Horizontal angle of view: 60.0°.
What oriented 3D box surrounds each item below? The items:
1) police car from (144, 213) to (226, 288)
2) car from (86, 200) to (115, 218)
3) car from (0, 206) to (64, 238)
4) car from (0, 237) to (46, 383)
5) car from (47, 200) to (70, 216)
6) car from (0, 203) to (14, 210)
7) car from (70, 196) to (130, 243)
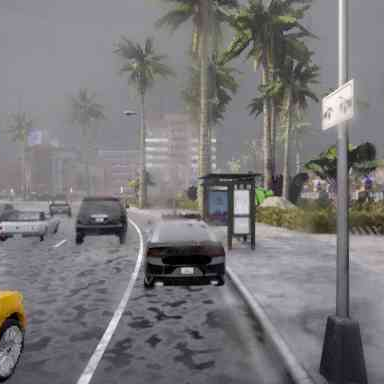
[{"bbox_3d":[-0.319,1.424,9.464,1.930,1.638,5.238,0,0,-5],"label":"police car"},{"bbox_3d":[-8.857,1.542,31.781,2.033,1.411,5.357,0,0,-23],"label":"car"},{"bbox_3d":[-7.910,1.596,16.499,1.895,1.301,4.718,0,0,-11],"label":"car"},{"bbox_3d":[-3.070,1.476,2.356,1.882,1.535,5.008,0,0,-1],"label":"car"},{"bbox_3d":[-12.505,1.484,31.380,2.128,1.511,4.902,0,0,-23],"label":"car"},{"bbox_3d":[-12.846,1.499,21.855,1.837,1.490,4.892,0,-1,-15],"label":"car"},{"bbox_3d":[-4.321,1.222,16.422,2.150,2.045,5.566,0,0,-11],"label":"car"}]
